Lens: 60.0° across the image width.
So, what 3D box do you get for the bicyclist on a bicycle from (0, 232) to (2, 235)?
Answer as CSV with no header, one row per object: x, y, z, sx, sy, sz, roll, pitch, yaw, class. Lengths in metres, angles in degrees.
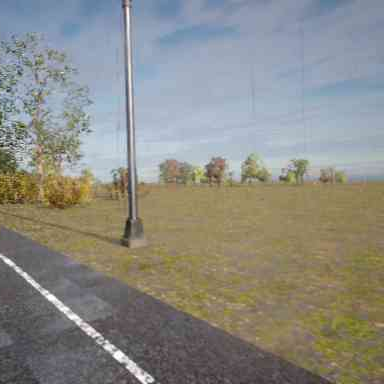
-4.988,1.272,7.958,0.866,1.612,1.509,-3,3,-39,bicyclist on a bicycle
